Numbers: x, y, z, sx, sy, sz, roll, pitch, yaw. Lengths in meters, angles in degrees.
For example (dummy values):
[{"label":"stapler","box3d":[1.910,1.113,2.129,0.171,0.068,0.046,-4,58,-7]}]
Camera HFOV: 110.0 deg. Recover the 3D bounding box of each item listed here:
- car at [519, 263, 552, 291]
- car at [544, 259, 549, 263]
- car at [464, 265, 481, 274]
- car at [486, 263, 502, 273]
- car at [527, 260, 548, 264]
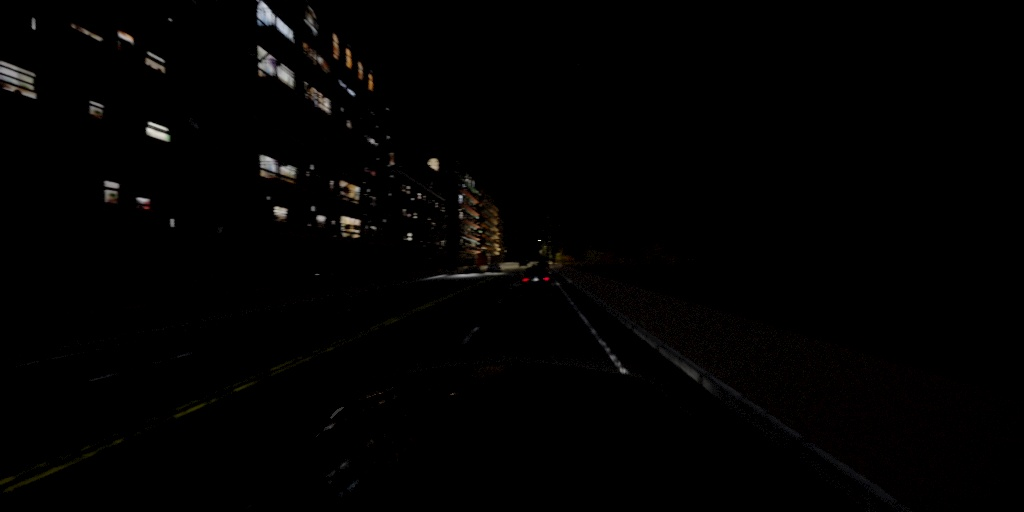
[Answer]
[{"label":"car","box3d":[1.584,1.422,23.298,2.033,1.411,5.357,-2,0,4]},{"label":"car","box3d":[5.652,1.415,64.452,2.097,1.767,4.553,-2,0,4]},{"label":"car","box3d":[-6.019,2.001,54.552,1.895,1.301,4.718,-2,0,5]},{"label":"car","box3d":[-2.762,1.810,54.636,1.812,1.442,4.674,-2,0,5]},{"label":"car","box3d":[3.259,1.563,45.910,1.994,1.385,4.181,-2,0,4]}]
